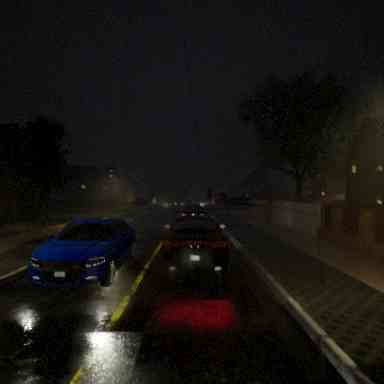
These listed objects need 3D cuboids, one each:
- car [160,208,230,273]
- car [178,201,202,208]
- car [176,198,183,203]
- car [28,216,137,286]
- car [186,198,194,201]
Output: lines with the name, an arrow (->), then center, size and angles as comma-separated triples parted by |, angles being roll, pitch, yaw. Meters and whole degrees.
car -> 0.090, 1.512, 10.841 | 1.882, 1.535, 5.008 | 0, 0, 0
car -> 0.084, 1.653, 25.831 | 2.033, 1.411, 5.357 | 0, 0, 0
car -> -3.381, 2.262, 89.761 | 1.882, 1.535, 5.008 | 0, -1, -1
car -> -2.850, 1.508, 9.670 | 1.882, 1.535, 5.008 | 0, 0, 0
car -> -0.526, 2.126, 82.515 | 1.895, 1.301, 4.718 | 0, -1, -1
